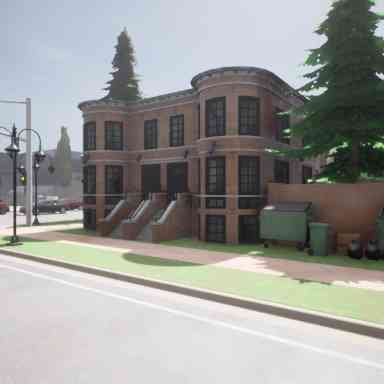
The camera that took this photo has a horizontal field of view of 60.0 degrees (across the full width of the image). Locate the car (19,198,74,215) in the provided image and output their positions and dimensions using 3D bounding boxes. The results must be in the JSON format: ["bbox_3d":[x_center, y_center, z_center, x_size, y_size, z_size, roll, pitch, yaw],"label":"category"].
[{"bbox_3d":[-14.802,1.505,33.568,1.837,1.490,4.892,0,0,34],"label":"car"}]

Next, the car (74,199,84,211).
[{"bbox_3d":[-14.974,1.478,39.563,1.882,1.535,5.008,0,0,33],"label":"car"}]

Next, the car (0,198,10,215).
[{"bbox_3d":[-20.189,1.352,31.957,2.097,1.767,4.553,0,0,35],"label":"car"}]
